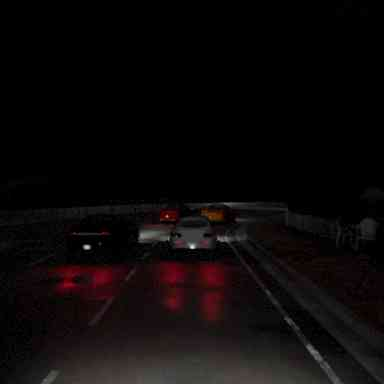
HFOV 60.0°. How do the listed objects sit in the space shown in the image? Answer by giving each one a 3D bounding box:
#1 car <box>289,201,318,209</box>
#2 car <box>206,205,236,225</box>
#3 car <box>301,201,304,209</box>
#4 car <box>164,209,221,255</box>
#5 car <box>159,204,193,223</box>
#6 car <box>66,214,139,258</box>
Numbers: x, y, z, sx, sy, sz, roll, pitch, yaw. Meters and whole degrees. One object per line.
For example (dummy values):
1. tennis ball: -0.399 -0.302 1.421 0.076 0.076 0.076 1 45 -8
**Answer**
1. car: 19.553 2.242 58.348 4.718 1.301 1.895 0 -1 -21
2. car: 2.284 1.780 27.481 1.882 1.535 5.008 0 0 21
3. car: 20.410 2.110 54.925 4.892 1.490 1.837 1 -1 -21
4. car: 0.109 1.679 13.870 1.812 1.442 4.674 0 0 2
5. car: -1.089 1.790 28.432 1.882 1.535 5.008 0 0 21
6. car: -3.407 1.642 13.481 2.128 1.511 4.902 0 0 2
